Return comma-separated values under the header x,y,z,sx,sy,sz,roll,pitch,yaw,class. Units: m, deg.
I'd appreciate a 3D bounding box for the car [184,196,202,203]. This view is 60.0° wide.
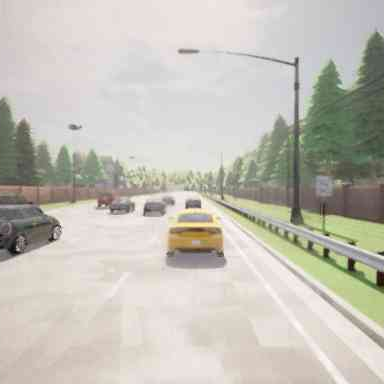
x,y,z,sx,sy,sz,roll,pitch,yaw,class
0.142,1.233,38.446,2.128,1.511,4.902,0,1,0,car

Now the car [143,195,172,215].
x,y,z,sx,sy,sz,roll,pitch,yaw,class
-3.363,1.277,30.900,2.128,1.511,4.902,0,0,0,car

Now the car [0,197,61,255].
x,y,z,sx,sy,sz,roll,pitch,yaw,class
-6.887,1.254,12.979,2.097,1.767,4.553,0,0,0,car

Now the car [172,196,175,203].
x,y,z,sx,sy,sz,roll,pitch,yaw,class
-3.395,1.198,47.879,1.812,1.442,4.674,0,1,1,car

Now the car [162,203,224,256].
x,y,z,sx,sy,sz,roll,pitch,yaw,class
0.113,1.391,12.717,1.882,1.535,5.008,0,0,0,car

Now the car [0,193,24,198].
x,y,z,sx,sy,sz,roll,pitch,yaw,class
-10.380,1.086,18.398,2.150,2.045,5.566,0,1,0,car

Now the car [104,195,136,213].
x,y,z,sx,sy,sz,roll,pitch,yaw,class
-6.874,1.313,33.373,2.033,1.411,5.357,0,0,0,car

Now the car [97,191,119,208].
x,y,z,sx,sy,sz,roll,pitch,yaw,class
-10.378,0.925,42.352,2.150,2.045,5.566,0,1,0,car
